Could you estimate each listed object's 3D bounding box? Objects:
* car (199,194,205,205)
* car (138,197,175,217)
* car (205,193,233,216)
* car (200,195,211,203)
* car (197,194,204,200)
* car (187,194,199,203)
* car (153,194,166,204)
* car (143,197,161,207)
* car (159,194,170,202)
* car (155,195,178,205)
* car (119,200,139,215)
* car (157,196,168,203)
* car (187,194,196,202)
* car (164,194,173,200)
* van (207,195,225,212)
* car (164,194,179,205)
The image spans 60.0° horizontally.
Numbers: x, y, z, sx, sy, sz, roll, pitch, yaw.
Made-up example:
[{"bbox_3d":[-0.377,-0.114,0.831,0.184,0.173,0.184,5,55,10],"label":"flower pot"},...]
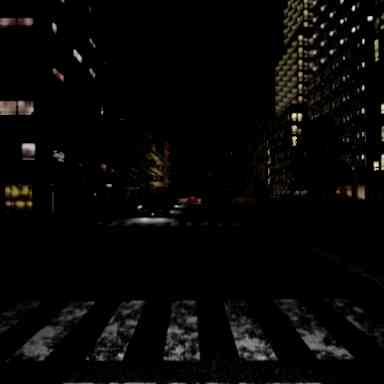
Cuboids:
[{"bbox_3d":[2.647,1.142,53.645,2.192,1.841,5.009,0,0,0],"label":"car"},{"bbox_3d":[-3.096,1.439,30.344,2.033,1.411,5.357,0,0,4],"label":"car"},{"bbox_3d":[2.663,1.202,31.539,2.192,1.841,5.009,0,0,0],"label":"car"},{"bbox_3d":[2.640,1.346,64.700,1.887,1.381,4.507,0,0,0],"label":"car"},{"bbox_3d":[2.292,1.257,89.803,1.837,1.490,4.892,0,0,0],"label":"car"},{"bbox_3d":[0.046,1.411,61.222,1.895,1.301,4.718,0,0,0],"label":"car"},{"bbox_3d":[-5.736,1.255,59.167,1.967,1.590,4.097,0,0,0],"label":"car"},{"bbox_3d":[-5.728,1.392,48.114,2.008,1.369,4.403,0,0,0],"label":"car"},{"bbox_3d":[-5.744,1.230,70.220,1.967,1.590,4.097,0,0,0],"label":"car"},{"bbox_3d":[-3.124,1.408,40.718,2.033,1.411,5.357,0,0,0],"label":"car"},{"bbox_3d":[-5.716,1.438,31.534,2.008,1.369,4.403,0,0,0],"label":"car"},{"bbox_3d":[-5.740,1.384,64.694,1.802,1.307,4.206,0,0,0],"label":"car"},{"bbox_3d":[-0.051,1.265,71.221,1.882,1.535,5.008,0,0,0],"label":"car"},{"bbox_3d":[-5.751,1.293,81.104,1.752,1.417,4.829,0,0,0],"label":"car"},{"bbox_3d":[2.659,1.211,37.065,1.690,1.788,3.998,0,0,0],"label":"van"},{"bbox_3d":[-3.100,1.395,52.465,1.994,1.385,4.181,0,0,0],"label":"car"}]
